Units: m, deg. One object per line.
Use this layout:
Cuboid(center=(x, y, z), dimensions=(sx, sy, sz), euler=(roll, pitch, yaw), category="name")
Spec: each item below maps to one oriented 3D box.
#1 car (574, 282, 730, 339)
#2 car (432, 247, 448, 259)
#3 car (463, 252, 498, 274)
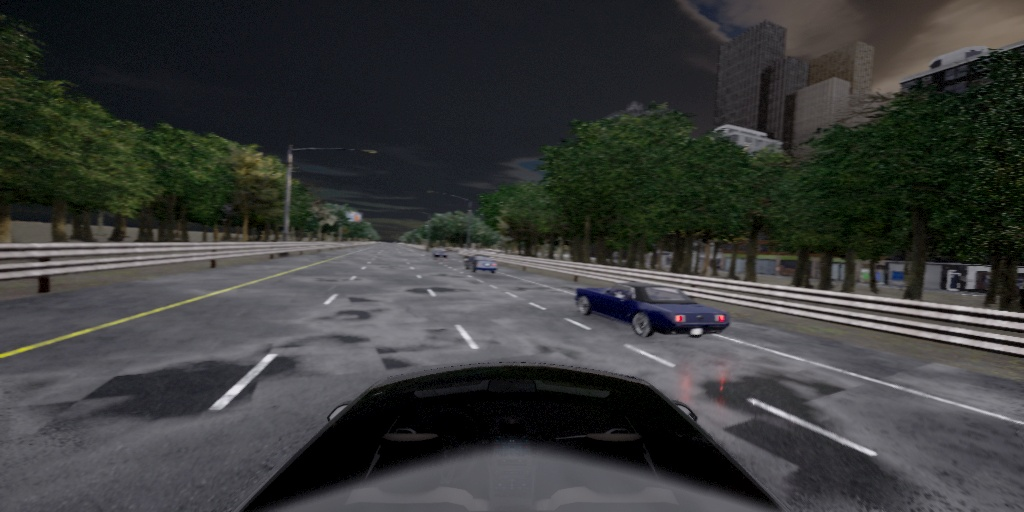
Cuboid(center=(3.690, 1.420, 10.604), dimensions=(1.895, 1.301, 4.718), euler=(3, 1, -19), category="car")
Cuboid(center=(-10.954, -0.321, 54.105), dimensions=(1.895, 1.301, 4.718), euler=(3, 1, -19), category="car")
Cuboid(center=(-2.665, 0.611, 29.487), dimensions=(2.033, 1.411, 5.357), euler=(3, 1, -19), category="car")
